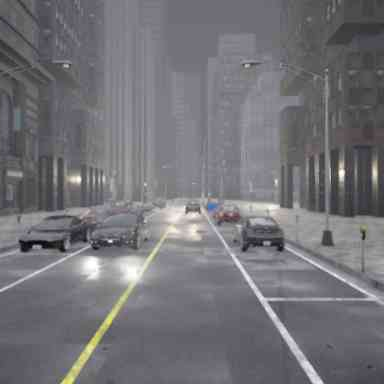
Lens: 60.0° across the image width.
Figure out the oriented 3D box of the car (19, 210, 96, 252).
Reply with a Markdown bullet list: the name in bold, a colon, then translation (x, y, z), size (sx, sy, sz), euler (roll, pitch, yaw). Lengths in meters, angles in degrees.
- **car**: translation (-5.744, 1.699, 14.516), size (1.947, 1.339, 4.313), euler (0, -1, 0)

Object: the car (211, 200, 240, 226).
- **car**: translation (2.795, 1.676, 25.730), size (1.967, 1.590, 4.097), euler (0, -1, 0)

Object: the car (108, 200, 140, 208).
- **car**: translation (-5.730, 1.550, 25.737), size (2.192, 1.841, 5.009), euler (0, -1, 0)

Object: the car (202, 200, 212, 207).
- **car**: translation (2.844, 2.204, 64.989), size (1.802, 1.307, 4.206), euler (0, -1, 0)

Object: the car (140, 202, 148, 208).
- **car**: translation (-5.723, 1.838, 31.344), size (2.008, 1.369, 4.403), euler (0, -1, 0)

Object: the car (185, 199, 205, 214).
- **car**: translation (0.151, 1.866, 40.785), size (2.128, 1.511, 4.902), euler (0, -1, 0)

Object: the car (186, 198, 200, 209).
- **car**: translation (0.169, 1.863, 54.289), size (2.097, 1.767, 4.553), euler (0, -1, 0)

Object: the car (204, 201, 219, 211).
- **car**: translation (2.823, 1.994, 48.164), size (1.887, 1.381, 4.507), euler (0, -1, 0)

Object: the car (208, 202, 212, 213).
- **car**: translation (2.802, 1.870, 31.337), size (1.802, 1.307, 4.206), euler (0, -1, 0)

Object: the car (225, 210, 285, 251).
- **car**: translation (2.781, 1.685, 14.511), size (2.008, 1.369, 4.403), euler (0, -1, 0)

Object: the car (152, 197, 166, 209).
- **car**: translation (-5.695, 1.820, 53.783), size (2.192, 1.841, 5.009), euler (0, -1, 0)

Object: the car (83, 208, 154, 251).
- **car**: translation (-3.040, 1.644, 14.900), size (1.837, 1.490, 4.892), euler (0, -1, 0)

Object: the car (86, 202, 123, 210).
- **car**: translation (-5.737, 1.624, 20.127), size (1.967, 1.590, 4.097), euler (0, -1, 0)

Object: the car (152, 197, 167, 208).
- **car**: translation (-5.688, 1.878, 59.392), size (2.192, 1.841, 5.009), euler (0, -1, 0)

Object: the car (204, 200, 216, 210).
- **car**: translation (2.830, 2.033, 53.943), size (1.752, 1.417, 4.829), euler (0, -1, 0)

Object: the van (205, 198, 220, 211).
- **van**: translation (2.816, 1.735, 42.558), size (1.690, 1.788, 3.998), euler (0, -1, 0)

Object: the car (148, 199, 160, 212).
- **car**: translation (-5.709, 1.944, 42.563), size (2.008, 1.369, 4.403), euler (0, -1, 0)
